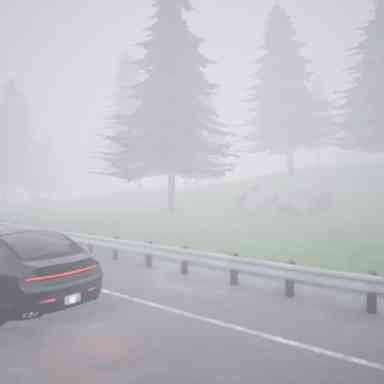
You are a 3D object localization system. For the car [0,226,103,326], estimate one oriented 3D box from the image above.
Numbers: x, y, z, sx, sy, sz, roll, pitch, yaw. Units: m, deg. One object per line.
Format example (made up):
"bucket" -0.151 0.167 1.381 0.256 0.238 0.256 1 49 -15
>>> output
"car" -3.907 1.489 6.964 4.892 1.490 1.837 1 1 37
